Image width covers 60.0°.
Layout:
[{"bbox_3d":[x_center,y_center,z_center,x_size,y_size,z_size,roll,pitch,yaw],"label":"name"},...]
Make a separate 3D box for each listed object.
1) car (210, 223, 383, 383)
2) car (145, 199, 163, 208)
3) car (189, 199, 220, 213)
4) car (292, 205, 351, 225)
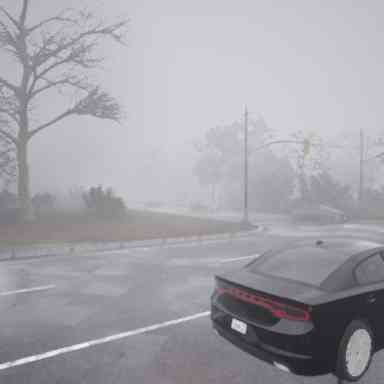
[{"bbox_3d":[2.612,1.498,5.514,5.008,1.535,1.882,0,0,-35],"label":"car"},{"bbox_3d":[-6.218,1.801,53.721,1.994,1.385,4.181,0,-1,-25],"label":"car"},{"bbox_3d":[1.416,1.605,38.766,2.128,1.511,4.902,0,-1,-29],"label":"car"},{"bbox_3d":[9.655,1.648,25.083,1.994,1.385,4.181,0,0,-35],"label":"car"}]
